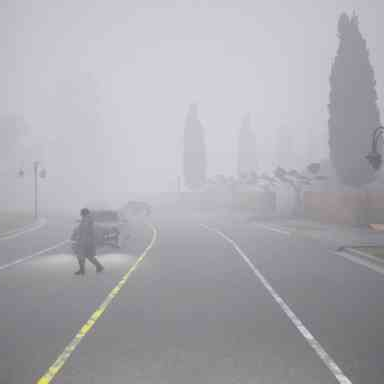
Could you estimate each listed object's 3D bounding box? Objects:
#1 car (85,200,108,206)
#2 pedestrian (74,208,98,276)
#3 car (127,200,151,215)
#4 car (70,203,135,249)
[{"bbox_3d":[-11.848,1.712,41.914,4.181,1.385,1.994,-1,-1,44],"label":"car"},{"bbox_3d":[-2.868,1.295,9.032,0.375,1.860,0.375,0,0,0],"label":"pedestrian"},{"bbox_3d":[-5.717,1.569,33.779,1.837,1.490,4.892,0,-1,-29],"label":"car"},{"bbox_3d":[-3.826,1.502,14.586,1.837,1.490,4.892,0,1,-3],"label":"car"}]
